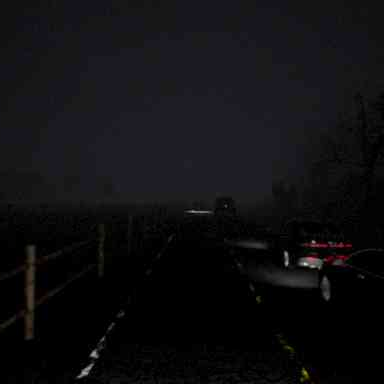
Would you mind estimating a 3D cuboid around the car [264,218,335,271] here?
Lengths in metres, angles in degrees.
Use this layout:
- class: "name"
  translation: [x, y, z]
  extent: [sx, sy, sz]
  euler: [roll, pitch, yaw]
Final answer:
- class: "car"
  translation: [3.752, 1.643, 11.372]
  extent: [1.837, 1.490, 4.892]
  euler: [1, 0, 1]

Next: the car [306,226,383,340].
- class: "car"
  translation: [3.629, 1.598, 5.373]
  extent: [1.837, 1.490, 4.892]
  euler: [1, 0, 1]

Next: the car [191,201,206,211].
- class: "car"
  translation: [0.901, 1.952, 46.981]
  extent: [1.994, 1.385, 4.181]
  euler: [1, -1, 1]

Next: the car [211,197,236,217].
- class: "car"
  translation: [3.490, 1.545, 36.122]
  extent: [2.150, 2.045, 5.566]
  euler: [1, -1, 2]
